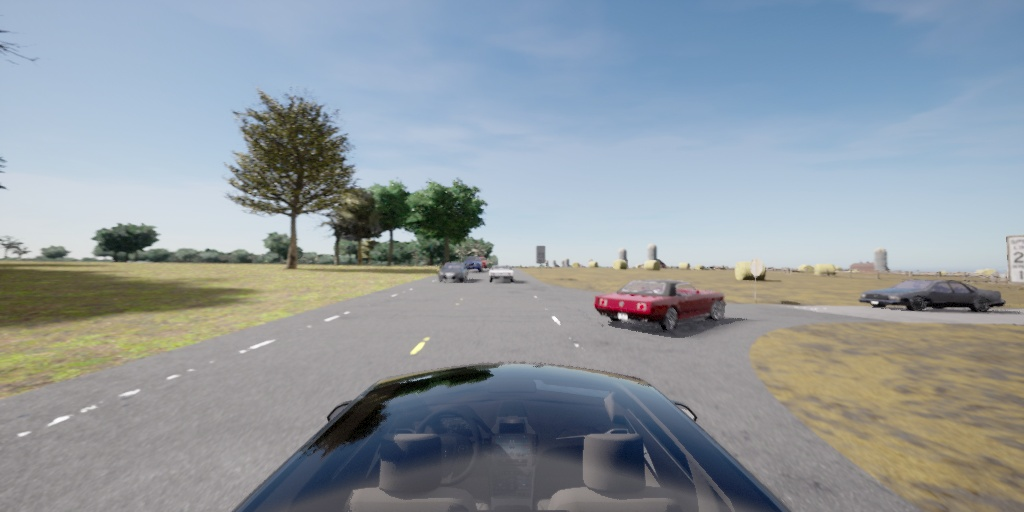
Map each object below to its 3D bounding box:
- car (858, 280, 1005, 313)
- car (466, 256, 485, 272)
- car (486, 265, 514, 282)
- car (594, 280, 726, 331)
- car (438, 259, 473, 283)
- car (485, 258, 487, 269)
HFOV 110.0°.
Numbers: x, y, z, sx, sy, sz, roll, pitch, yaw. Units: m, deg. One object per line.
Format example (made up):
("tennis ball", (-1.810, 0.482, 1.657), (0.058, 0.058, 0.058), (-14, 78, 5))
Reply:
("car", (19.568, 1.841, 16.816), (5.357, 1.411, 2.033), (1, -2, -2))
("car", (-5.159, 1.076, 47.666), (2.150, 2.045, 5.566), (0, -1, -2))
("car", (-0.876, 1.377, 29.363), (1.895, 1.301, 4.718), (0, 0, -2))
("car", (4.751, 1.378, 11.086), (4.718, 1.301, 1.895), (1, -1, -38))
("car", (-4.533, 1.237, 28.095), (2.128, 1.511, 4.902), (0, 0, -2))
("car", (-5.665, 1.230, 64.744), (2.150, 2.045, 5.566), (0, 0, -2))
